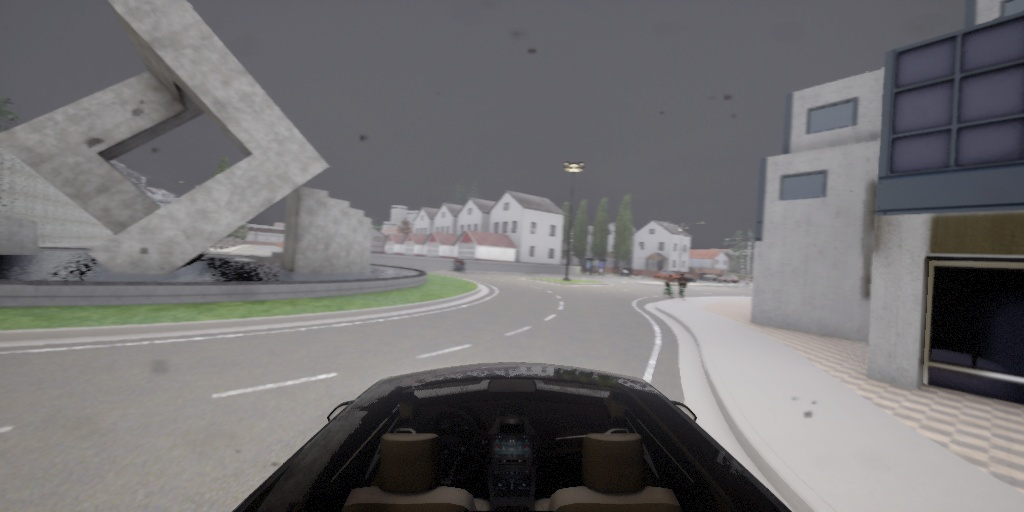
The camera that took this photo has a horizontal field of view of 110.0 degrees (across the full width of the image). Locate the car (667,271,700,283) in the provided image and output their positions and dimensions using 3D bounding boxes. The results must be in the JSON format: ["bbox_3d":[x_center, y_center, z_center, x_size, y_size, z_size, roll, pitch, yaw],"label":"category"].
[{"bbox_3d":[27.128,3.588,56.540,4.718,1.301,1.895,4,-1,-36],"label":"car"}]

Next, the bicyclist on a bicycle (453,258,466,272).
[{"bbox_3d":[-6.065,1.138,43.647,0.582,1.620,1.656,4,0,28],"label":"bicyclist on a bicycle"}]

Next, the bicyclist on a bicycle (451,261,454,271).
[{"bbox_3d":[-6.509,1.111,43.876,0.582,1.620,1.656,4,0,27],"label":"bicyclist on a bicycle"}]

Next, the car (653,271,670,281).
[{"bbox_3d":[25.451,3.253,59.636,4.553,1.767,2.097,4,-1,-36],"label":"car"}]

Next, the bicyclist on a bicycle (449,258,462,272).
[{"bbox_3d":[-6.957,1.083,44.096,0.582,1.620,1.656,4,0,26],"label":"bicyclist on a bicycle"}]

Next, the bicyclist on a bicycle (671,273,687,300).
[{"bbox_3d":[10.470,1.906,22.082,0.582,1.620,1.656,4,1,14],"label":"bicyclist on a bicycle"}]

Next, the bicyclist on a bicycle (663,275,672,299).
[{"bbox_3d":[10.801,2.101,24.636,1.656,1.620,0.582,5,-1,-42],"label":"bicyclist on a bicycle"}]
